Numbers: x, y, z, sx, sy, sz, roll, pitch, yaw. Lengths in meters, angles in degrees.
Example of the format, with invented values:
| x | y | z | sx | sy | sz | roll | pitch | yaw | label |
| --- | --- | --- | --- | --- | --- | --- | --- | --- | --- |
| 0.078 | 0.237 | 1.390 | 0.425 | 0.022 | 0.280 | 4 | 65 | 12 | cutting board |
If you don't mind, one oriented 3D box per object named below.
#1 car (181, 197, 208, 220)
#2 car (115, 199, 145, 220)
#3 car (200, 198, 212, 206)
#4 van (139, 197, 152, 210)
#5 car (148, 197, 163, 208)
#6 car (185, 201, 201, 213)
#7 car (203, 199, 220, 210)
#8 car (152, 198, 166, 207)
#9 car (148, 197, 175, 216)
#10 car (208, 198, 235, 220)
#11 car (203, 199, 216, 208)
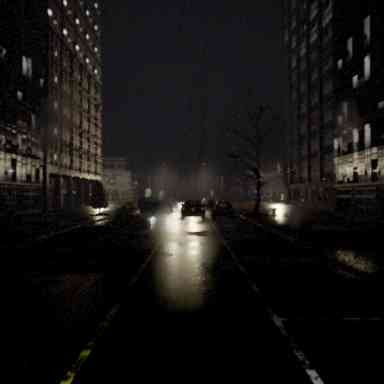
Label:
| x | y | z | sx | sy | sz | roll | pitch | yaw | label |
| --- | --- | --- | --- | --- | --- | --- | --- | --- | --- |
| 0.091 | 1.488 | 29.783 | 2.097 | 1.767 | 4.553 | 0 | 0 | 0 | car |
| -5.685 | 1.661 | 29.746 | 1.752 | 1.417 | 4.829 | 0 | 0 | 0 | car |
| 2.697 | 1.837 | 64.051 | 2.008 | 1.369 | 4.403 | 0 | 0 | 0 | car |
| -5.683 | 1.528 | 41.301 | 1.690 | 1.788 | 3.998 | 0 | 0 | 0 | van |
| -5.683 | 1.677 | 52.685 | 1.967 | 1.590 | 4.097 | 0 | 0 | 0 | car |
| 0.084 | 1.787 | 41.157 | 1.895 | 1.301 | 4.718 | 0 | 0 | 0 | car |
| 2.697 | 1.763 | 46.975 | 2.008 | 1.369 | 4.403 | 0 | 0 | 0 | car |
| -5.684 | 1.812 | 58.376 | 2.008 | 1.369 | 4.403 | 0 | 0 | 0 | car |
| -3.099 | 1.635 | 34.564 | 1.882 | 1.535 | 5.008 | 0 | 0 | 0 | car |
| 2.696 | 1.577 | 29.900 | 1.967 | 1.590 | 4.097 | 0 | 0 | 0 | car |
| 2.697 | 1.781 | 52.667 | 1.887 | 1.381 | 4.507 | 0 | 0 | 0 | car |
